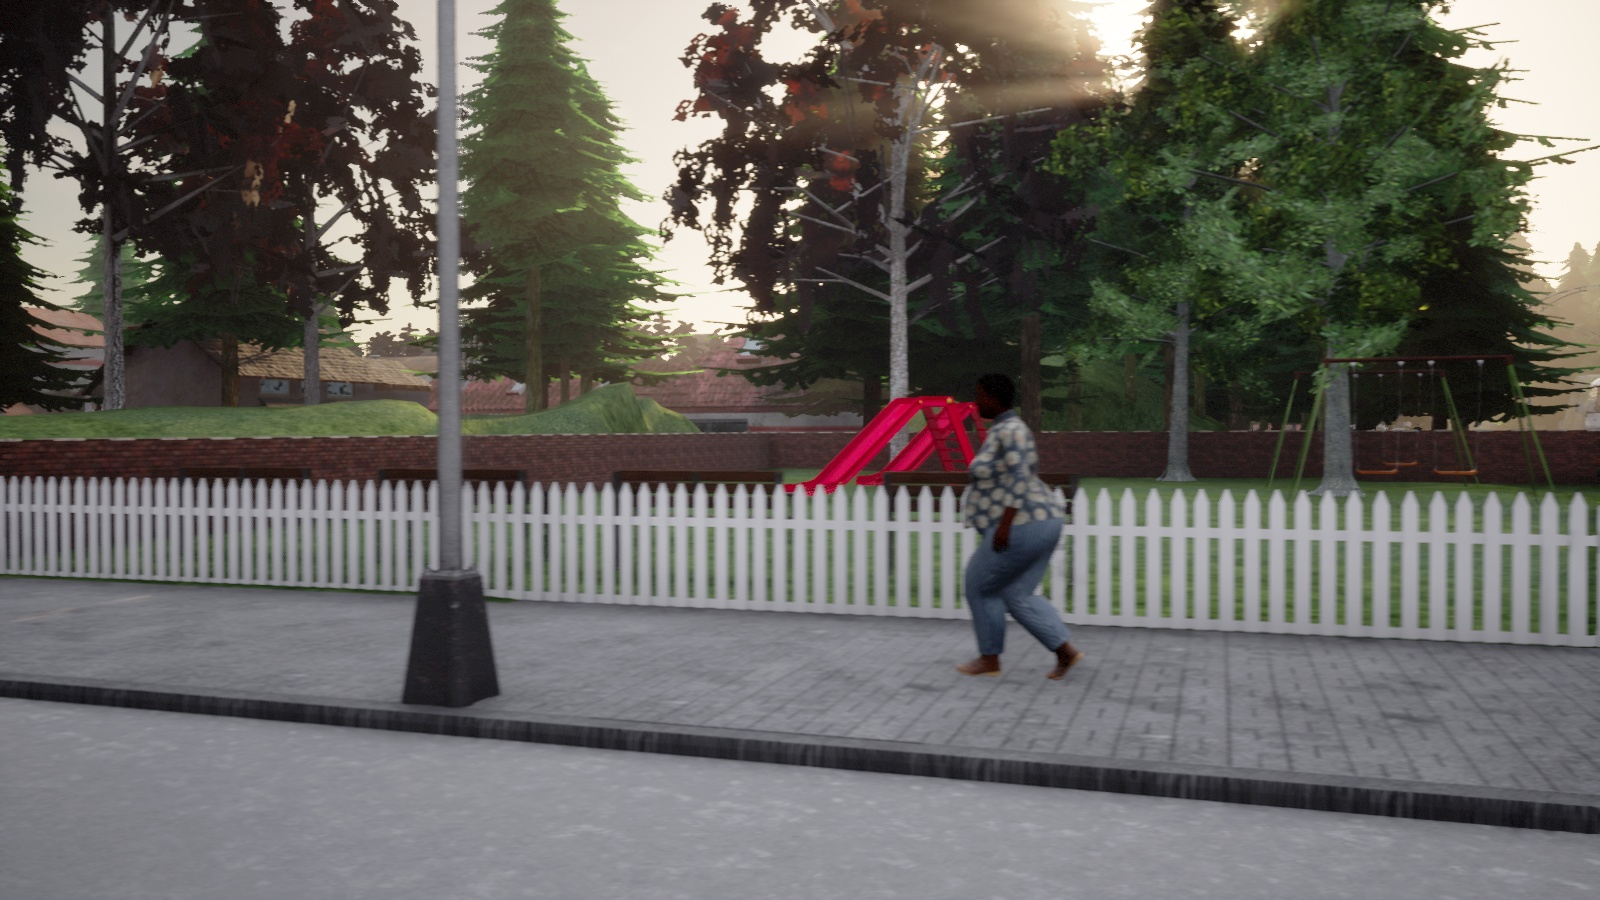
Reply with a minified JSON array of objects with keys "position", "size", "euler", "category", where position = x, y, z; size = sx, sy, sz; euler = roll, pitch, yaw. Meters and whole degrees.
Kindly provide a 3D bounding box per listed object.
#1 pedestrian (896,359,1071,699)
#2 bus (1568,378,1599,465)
[{"position":[1.100,0.422,7.379],"size":[0.900,1.855,0.874],"euler":[0,1,16],"category":"pedestrian"},{"position":[41.144,-1.377,61.308],"size":[3.944,4.253,10.273],"euler":[1,1,19],"category":"bus"}]
